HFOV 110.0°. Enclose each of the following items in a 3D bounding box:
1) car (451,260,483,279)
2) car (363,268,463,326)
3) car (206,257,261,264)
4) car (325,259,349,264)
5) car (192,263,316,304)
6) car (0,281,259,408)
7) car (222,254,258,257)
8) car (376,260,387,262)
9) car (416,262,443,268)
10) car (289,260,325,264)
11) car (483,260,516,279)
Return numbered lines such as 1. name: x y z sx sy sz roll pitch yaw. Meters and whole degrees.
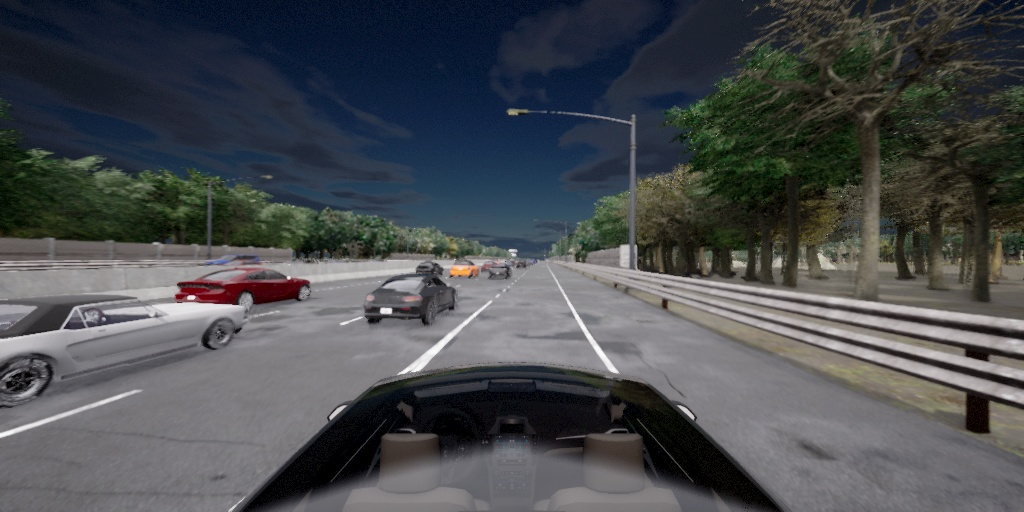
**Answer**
1. car: -4.575 1.219 35.118 2.097 1.767 4.553 1 0 5
2. car: -3.103 1.292 11.711 1.812 1.442 4.674 1 0 5
3. car: -25.834 1.120 34.017 1.882 1.535 5.008 1 0 5
4. car: -24.441 1.229 49.731 2.128 1.511 4.902 1 0 5
5. car: -9.945 1.184 13.823 1.882 1.535 5.008 1 0 5
6. car: -7.108 1.298 6.066 1.895 1.301 4.718 1 0 5
7. car: -29.015 0.850 37.501 2.150 2.045 5.566 1 -1 5
8. car: -20.394 1.362 55.324 2.033 1.411 5.357 1 0 5
9. car: -8.060 1.339 35.468 1.837 1.490 4.892 1 0 5
10. car: -22.033 1.204 37.175 1.837 1.490 4.892 1 -1 5
11. car: -1.086 1.393 34.863 2.128 1.511 4.902 1 0 5
